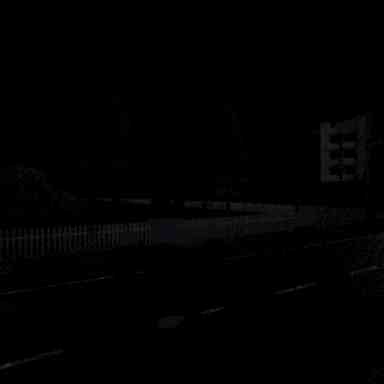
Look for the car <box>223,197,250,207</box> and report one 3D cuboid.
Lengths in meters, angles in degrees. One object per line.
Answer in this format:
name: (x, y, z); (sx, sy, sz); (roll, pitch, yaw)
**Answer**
car: (6.559, 1.426, 48.782); (2.128, 1.511, 4.902); (0, 0, -33)
